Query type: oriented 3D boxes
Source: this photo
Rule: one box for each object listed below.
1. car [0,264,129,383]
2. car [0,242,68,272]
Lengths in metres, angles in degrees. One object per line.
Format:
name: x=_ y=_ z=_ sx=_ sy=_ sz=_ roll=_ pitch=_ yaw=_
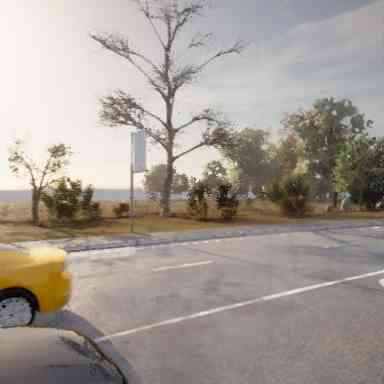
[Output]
car: x=-2.375 y=1.554 z=1.904 sx=4.181 sy=1.385 sz=1.994 roll=0 pitch=0 yaw=-36
car: x=-4.442 y=1.456 z=4.977 sx=5.008 sy=1.535 sz=1.882 roll=0 pitch=0 yaw=-35
